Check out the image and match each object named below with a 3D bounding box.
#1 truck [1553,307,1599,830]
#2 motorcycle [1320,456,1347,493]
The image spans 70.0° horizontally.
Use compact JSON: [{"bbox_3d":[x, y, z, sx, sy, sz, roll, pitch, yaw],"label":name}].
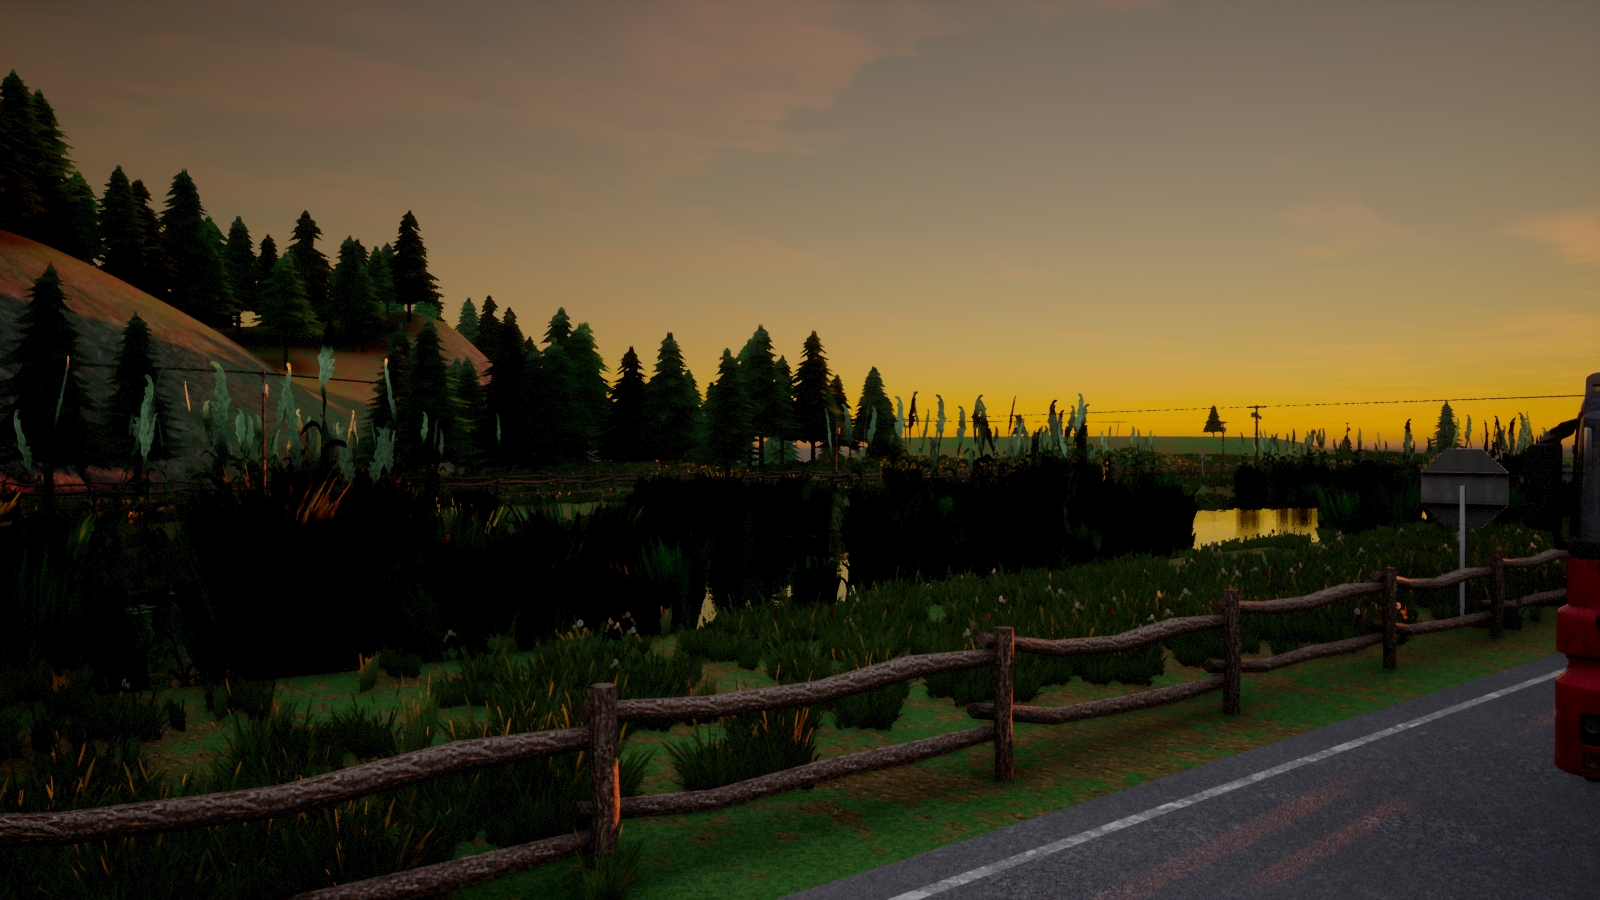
[{"bbox_3d":[9.425,0.862,10.922,2.891,3.827,8.468,0,0,39],"label":"truck"},{"bbox_3d":[34.778,1.577,74.507,2.033,2.348,0.803,0,0,-39],"label":"motorcycle"}]
